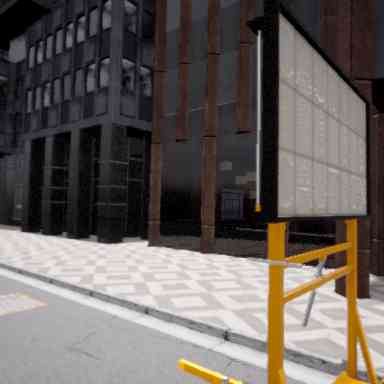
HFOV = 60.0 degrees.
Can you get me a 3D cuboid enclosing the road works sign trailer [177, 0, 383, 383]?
[{"bbox_3d":[0.992,0.630,2.930,2.880,3.560,2.380,-1,-3,39],"label":"road works sign trailer"}]
